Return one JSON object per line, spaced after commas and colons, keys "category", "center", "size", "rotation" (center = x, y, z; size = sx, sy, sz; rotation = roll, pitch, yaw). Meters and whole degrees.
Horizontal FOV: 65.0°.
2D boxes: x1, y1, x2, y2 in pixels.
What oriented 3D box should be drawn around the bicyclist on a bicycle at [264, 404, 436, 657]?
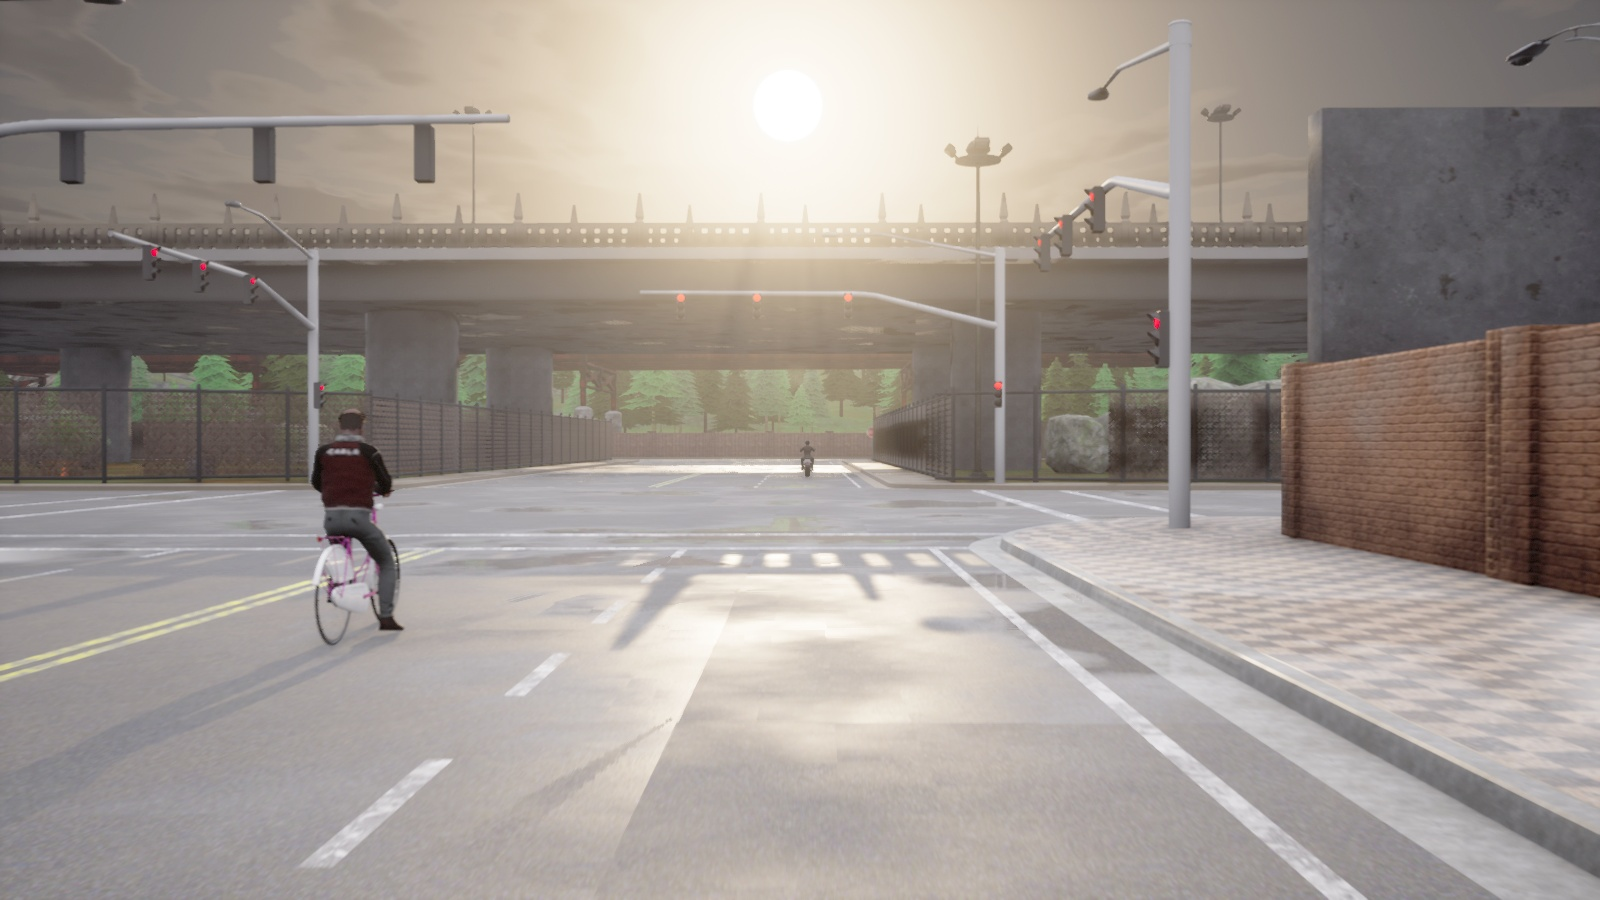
{"category": "bicyclist on a bicycle", "center": [-3.429, 0.559, 9.749], "size": [0.659, 1.776, 1.843], "rotation": [0, 1, 0]}
